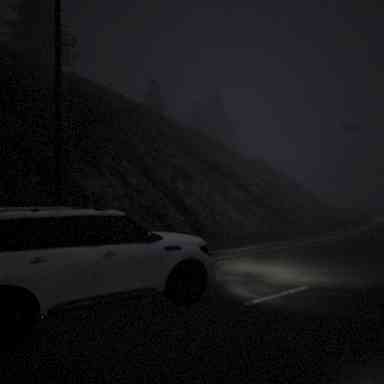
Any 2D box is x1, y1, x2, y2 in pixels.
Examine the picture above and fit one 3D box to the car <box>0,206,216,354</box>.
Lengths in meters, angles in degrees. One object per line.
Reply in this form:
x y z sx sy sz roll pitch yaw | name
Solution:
-2.103 1.291 6.479 5.566 2.045 2.150 0 0 -36 | car
